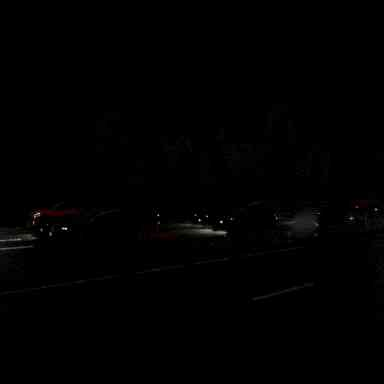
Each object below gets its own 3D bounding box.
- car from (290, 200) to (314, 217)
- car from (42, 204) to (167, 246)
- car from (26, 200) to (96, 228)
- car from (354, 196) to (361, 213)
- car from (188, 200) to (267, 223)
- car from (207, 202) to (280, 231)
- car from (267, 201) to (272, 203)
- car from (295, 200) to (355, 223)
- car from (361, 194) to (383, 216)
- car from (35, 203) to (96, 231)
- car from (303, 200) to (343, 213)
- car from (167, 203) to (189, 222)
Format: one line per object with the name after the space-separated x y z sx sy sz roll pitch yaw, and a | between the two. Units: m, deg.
10.944 1.504 30.208 4.892 1.490 1.837 0 0 -35 | car
-3.920 1.491 15.330 4.902 1.511 2.128 0 0 -36 | car
-7.931 1.352 21.068 4.553 1.767 2.097 0 0 -35 | car
19.435 1.220 36.197 5.566 2.045 2.150 0 0 -35 | car
2.693 1.547 24.358 5.357 1.411 2.033 0 0 -36 | car
3.324 1.564 20.506 4.181 1.385 1.994 0 0 -35 | car
6.219 1.525 31.146 4.674 1.442 1.812 0 0 -35 | car
10.175 1.563 25.383 4.181 1.385 1.994 0 0 -35 | car
18.745 1.221 31.418 5.566 2.045 2.150 0 0 -36 | car
-5.522 1.547 18.532 5.357 1.411 2.033 0 0 -35 | car
14.623 1.600 37.074 4.718 1.301 1.895 0 0 -36 | car
-0.909 1.564 26.086 4.181 1.385 1.994 0 0 -36 | car
